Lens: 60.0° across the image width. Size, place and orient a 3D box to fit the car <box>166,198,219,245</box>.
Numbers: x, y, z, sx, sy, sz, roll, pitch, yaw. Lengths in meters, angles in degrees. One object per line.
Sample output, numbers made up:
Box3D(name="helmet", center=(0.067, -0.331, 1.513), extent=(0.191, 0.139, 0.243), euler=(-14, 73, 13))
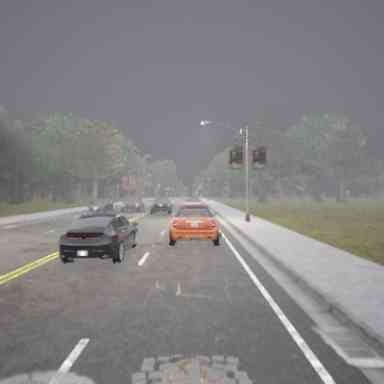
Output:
Box3D(name="car", center=(0.101, 1.361, 15.701), extent=(2.097, 1.767, 4.553), euler=(0, 0, 0))

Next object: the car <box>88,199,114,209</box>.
Box3D(name="car", center=(-9.834, 1.519, 36.284), extent=(2.128, 1.511, 4.902), euler=(0, 0, 0))

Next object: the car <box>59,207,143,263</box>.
Box3D(name="car", center=(-3.148, 1.512, 11.992), extent=(1.837, 1.490, 4.892), euler=(0, 0, 0))

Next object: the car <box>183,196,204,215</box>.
Box3D(name="car", center=(0.103, 1.378, 35.485), extent=(2.097, 1.767, 4.553), euler=(0, 0, 0))

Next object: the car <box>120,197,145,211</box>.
Box3D(name="car", center=(-6.582, 1.381, 37.161), extent=(2.097, 1.767, 4.553), euler=(0, 0, 0))

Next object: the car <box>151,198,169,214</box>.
Box3D(name="car", center=(-3.147, 1.378, 35.467), extent=(2.097, 1.767, 4.553), euler=(0, 0, 0))
